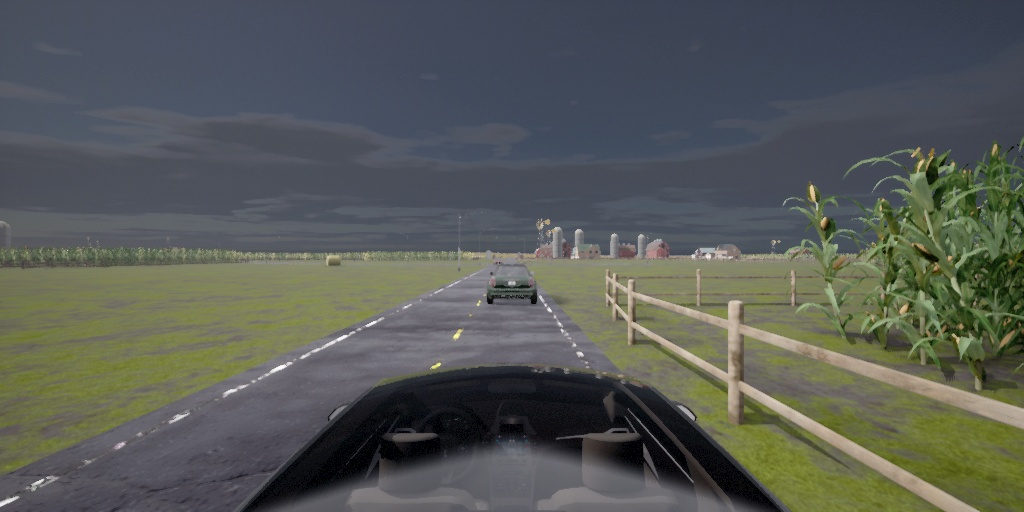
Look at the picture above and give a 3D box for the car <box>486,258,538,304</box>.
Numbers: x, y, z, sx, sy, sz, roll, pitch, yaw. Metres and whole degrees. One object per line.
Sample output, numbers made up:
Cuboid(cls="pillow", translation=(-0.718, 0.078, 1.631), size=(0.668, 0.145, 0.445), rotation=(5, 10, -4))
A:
Cuboid(cls="car", translation=(0.000, 1.112, 16.471), size=(2.097, 1.767, 4.553), rotation=(0, 0, 0))
